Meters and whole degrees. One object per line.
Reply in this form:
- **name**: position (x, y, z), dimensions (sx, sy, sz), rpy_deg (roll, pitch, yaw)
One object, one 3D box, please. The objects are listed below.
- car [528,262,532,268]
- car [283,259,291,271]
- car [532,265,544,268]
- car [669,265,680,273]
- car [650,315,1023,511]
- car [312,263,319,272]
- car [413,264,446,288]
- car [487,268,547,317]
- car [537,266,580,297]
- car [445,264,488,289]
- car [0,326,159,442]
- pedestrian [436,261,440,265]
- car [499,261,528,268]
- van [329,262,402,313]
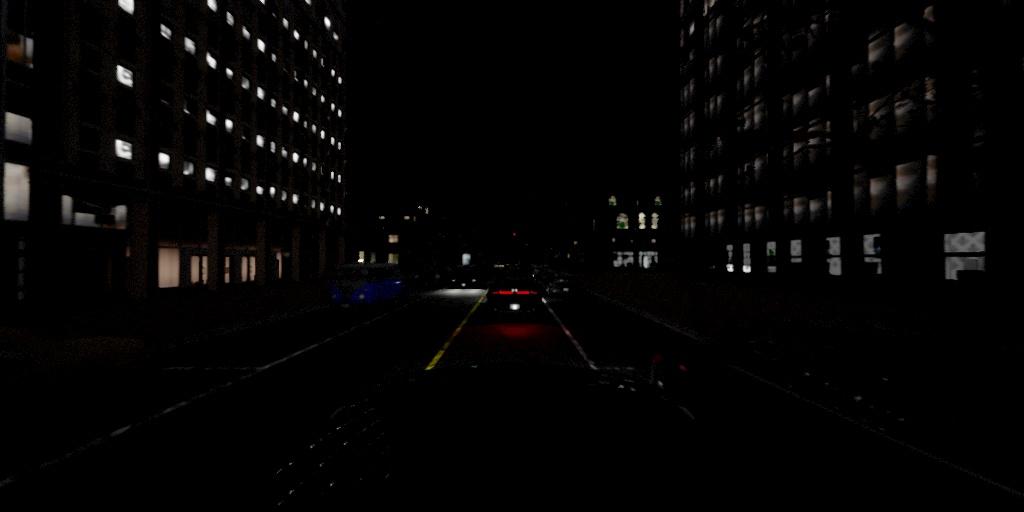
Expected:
- **car**: position (2.678, 1.587, 37.081), dimensions (2.007, 1.370, 4.403), rpy_deg (0, 0, 0)
- **car**: position (-30.969, 1.298, 49.559), dimensions (5.009, 1.841, 2.192), rpy_deg (0, 0, 1)
- **car**: position (2.682, 1.490, 25.697), dimensions (1.888, 1.381, 4.507), rpy_deg (0, 0, 0)
- **car**: position (23.626, 1.812, 48.700), dimensions (4.207, 1.307, 1.802), rpy_deg (0, 0, 1)
- **car**: position (2.690, 1.200, 2.931), dimensions (1.967, 1.591, 4.097), rpy_deg (0, 0, 0)
- **car**: position (-25.432, 1.558, 49.475), dimensions (4.403, 1.370, 2.007), rpy_deg (0, 0, 1)
- **car**: position (-5.698, 1.384, 25.712), dimensions (1.967, 1.591, 4.097), rpy_deg (0, 0, 0)
- **car**: position (0.091, 1.350, 13.560), dimensions (1.837, 1.490, 4.892), rpy_deg (0, -1, 0)
- **car**: position (2.684, 1.449, 20.006), dimensions (2.007, 1.370, 4.403), rpy_deg (0, 0, 0)
- **car**: position (-3.104, 1.491, 25.624), dimensions (2.033, 1.411, 5.357), rpy_deg (0, 0, 0)
- **car**: position (-5.691, 1.285, 2.773), dimensions (1.751, 1.417, 4.829), rpy_deg (0, 0, 0)
- **pedestrian**: position (-12.572, 1.355, 60.621), dimensions (0.375, 1.860, 0.375), rpy_deg (0, -1, 1)
- **car**: position (0.088, 1.453, 29.620), dimensions (1.882, 1.535, 5.008), rpy_deg (0, -1, 0)
- **van**: position (-5.695, 1.193, 14.328), dimensions (1.690, 1.789, 3.998), rpy_deg (0, 0, 0)
